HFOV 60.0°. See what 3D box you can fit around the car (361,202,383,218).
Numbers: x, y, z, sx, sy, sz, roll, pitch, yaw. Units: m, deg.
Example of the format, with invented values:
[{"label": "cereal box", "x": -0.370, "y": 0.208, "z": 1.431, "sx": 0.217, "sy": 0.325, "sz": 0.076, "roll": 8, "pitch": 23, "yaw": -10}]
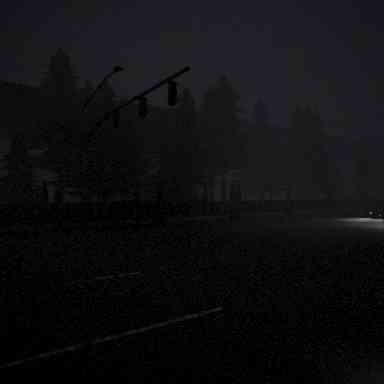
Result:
[{"label": "car", "x": 16.280, "y": 1.527, "z": 28.443, "sx": 4.181, "sy": 1.385, "sz": 1.994, "roll": 0, "pitch": 0, "yaw": -36}]
